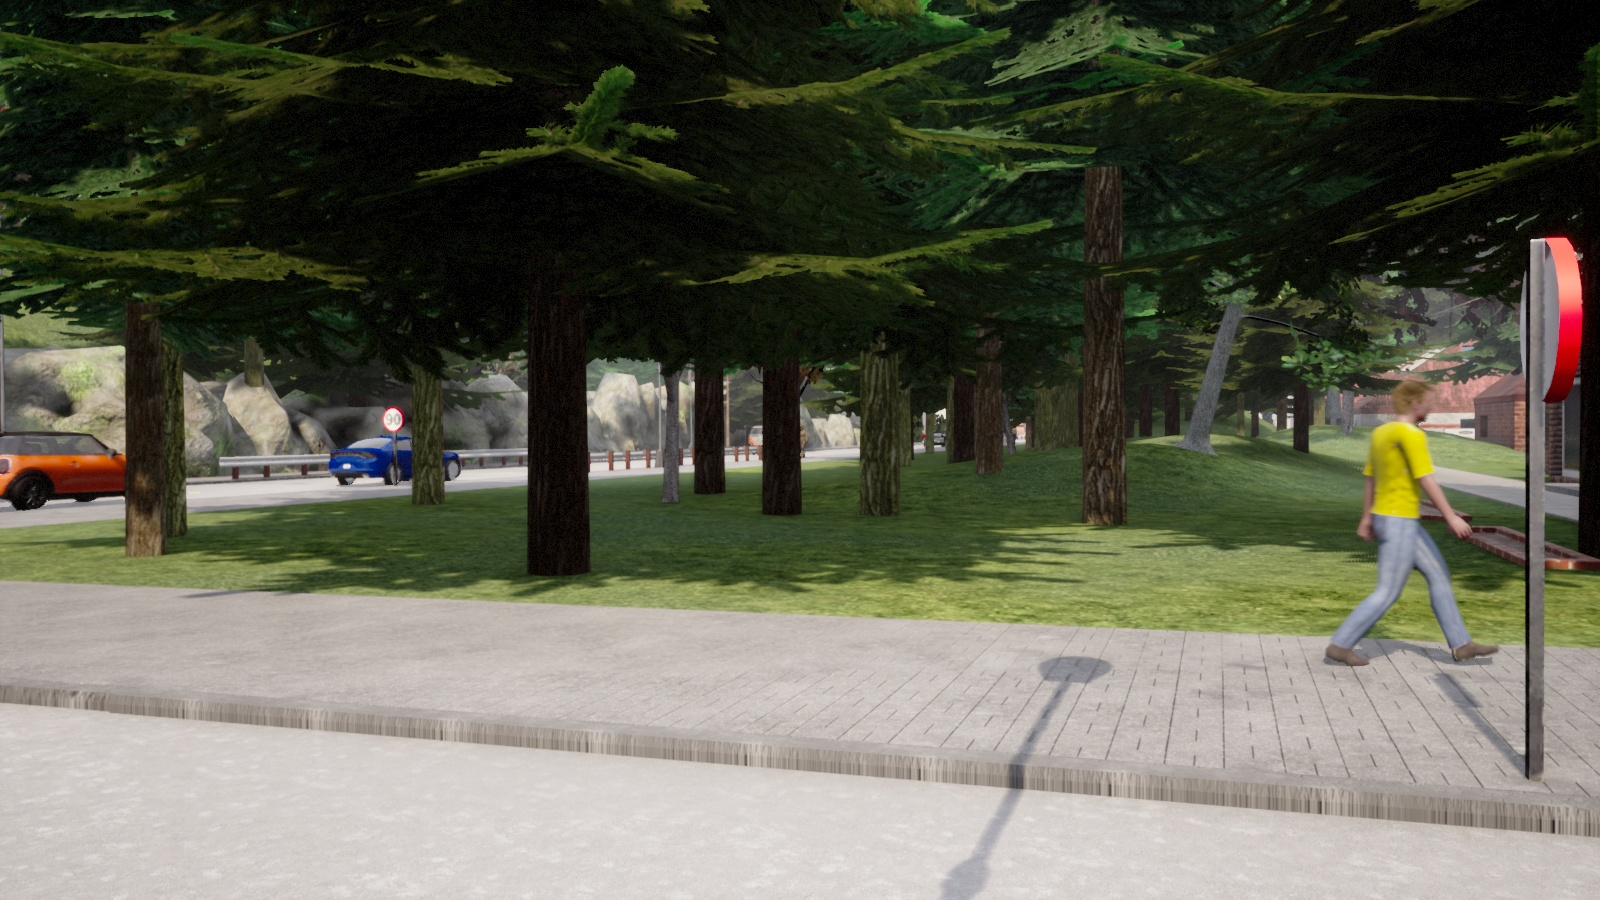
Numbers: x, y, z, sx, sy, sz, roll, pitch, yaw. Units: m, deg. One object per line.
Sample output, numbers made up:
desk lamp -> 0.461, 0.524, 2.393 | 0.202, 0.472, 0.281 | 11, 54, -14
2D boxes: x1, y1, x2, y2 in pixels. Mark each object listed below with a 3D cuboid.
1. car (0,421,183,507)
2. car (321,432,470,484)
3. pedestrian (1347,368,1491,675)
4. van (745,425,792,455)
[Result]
car -> -16.416, 0.244, 28.098 | 2.097, 1.767, 4.553 | 0, 1, 18
car -> -12.619, 0.194, 39.587 | 1.882, 1.535, 5.008 | 0, 1, 18
pedestrian -> 3.793, 0.425, 7.726 | 0.706, 1.836, 0.354 | 0, 1, 9
van -> -2.063, -0.692, 84.029 | 1.775, 1.987, 4.442 | 0, 1, 19
